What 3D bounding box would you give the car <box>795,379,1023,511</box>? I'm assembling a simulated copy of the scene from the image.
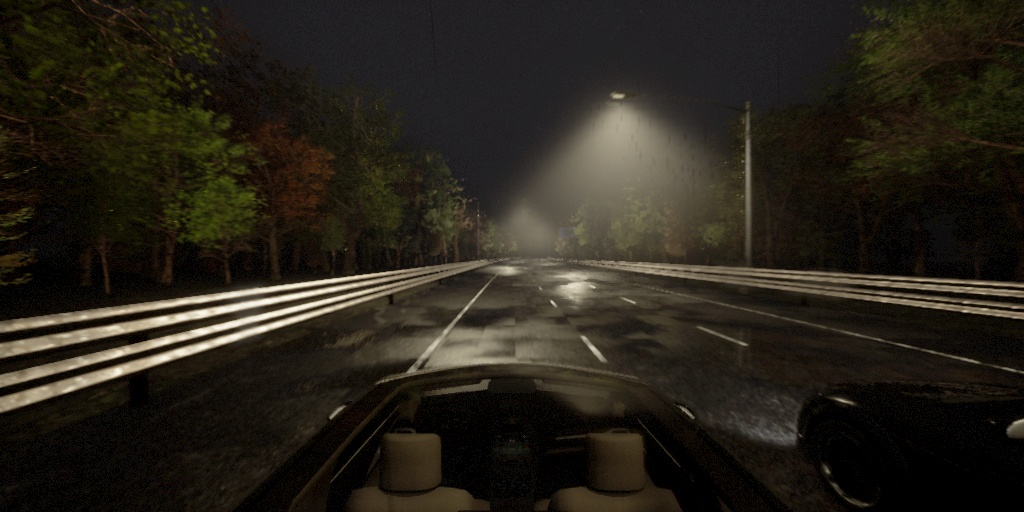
[{"bbox_3d":[3.599,1.314,1.562,1.994,1.385,4.181,0,0,0],"label":"car"}]
